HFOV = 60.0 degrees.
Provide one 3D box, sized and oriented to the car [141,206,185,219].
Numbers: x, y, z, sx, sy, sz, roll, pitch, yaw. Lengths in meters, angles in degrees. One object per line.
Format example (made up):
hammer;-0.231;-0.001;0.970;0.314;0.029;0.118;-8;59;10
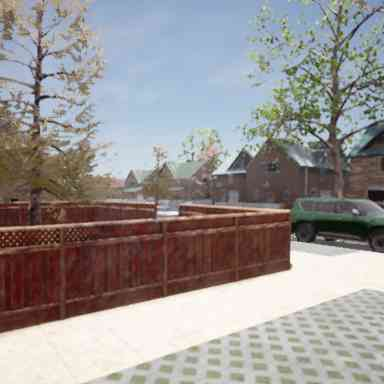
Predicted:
car;-1.959;1.813;26.360;1.895;1.301;4.718;2;-2;-35

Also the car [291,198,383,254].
car;6.678;1.272;13.988;2.150;2.045;5.566;2;-1;-35

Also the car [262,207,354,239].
car;6.551;1.668;19.314;1.837;1.490;4.892;2;-2;-35

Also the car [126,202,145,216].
car;-5.810;1.880;37.046;1.882;1.535;5.008;2;-2;-35

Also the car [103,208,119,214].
car;-9.855;1.849;37.726;1.882;1.535;5.008;2;-1;-34
